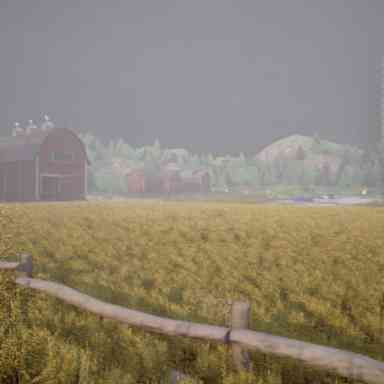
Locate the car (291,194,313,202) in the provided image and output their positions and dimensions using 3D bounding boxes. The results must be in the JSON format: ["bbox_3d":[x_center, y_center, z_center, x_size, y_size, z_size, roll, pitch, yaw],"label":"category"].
[{"bbox_3d":[25.688,1.574,77.409,4.611,1.667,2.242,0,0,35],"label":"car"}]
